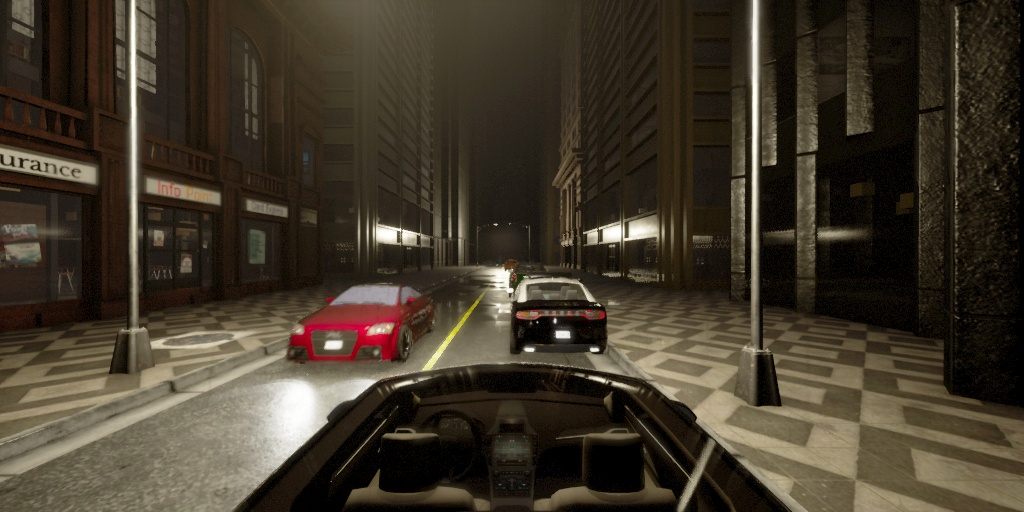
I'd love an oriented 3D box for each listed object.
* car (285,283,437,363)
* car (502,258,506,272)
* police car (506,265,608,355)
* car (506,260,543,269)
[{"bbox_3d":[-3.008,1.315,8.041,1.994,1.385,4.181,0,0,0],"label":"car"},{"bbox_3d":[-0.019,1.277,48.196,1.882,1.535,5.008,0,0,0],"label":"car"},{"bbox_3d":[0.891,1.177,8.867,1.930,1.638,5.238,0,0,0],"label":"police car"},{"bbox_3d":[0.878,1.109,18.728,2.097,1.767,4.553,0,0,0],"label":"car"}]
